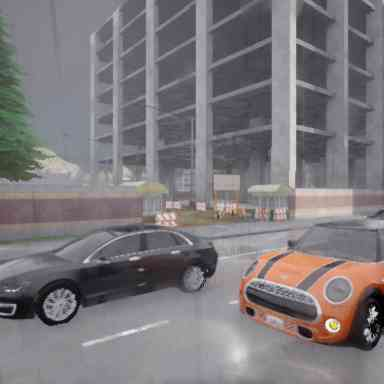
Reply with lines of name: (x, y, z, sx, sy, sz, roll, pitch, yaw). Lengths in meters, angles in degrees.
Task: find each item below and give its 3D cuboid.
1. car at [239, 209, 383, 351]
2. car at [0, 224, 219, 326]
car: (3.020, 1.353, 6.362, 4.553, 1.767, 2.097, 0, 0, -38)
car: (-1.602, 1.505, 7.207, 4.892, 1.490, 1.837, 0, 0, -38)
